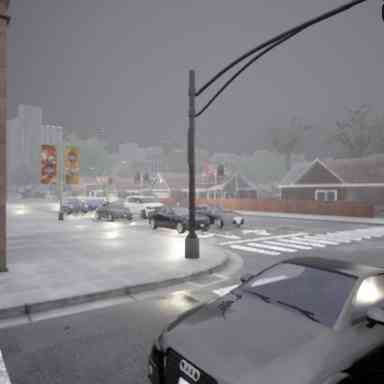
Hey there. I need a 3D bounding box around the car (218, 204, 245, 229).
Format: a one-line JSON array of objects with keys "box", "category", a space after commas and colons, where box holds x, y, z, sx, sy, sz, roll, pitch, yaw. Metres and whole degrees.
[{"box": [1.454, 1.594, 22.574, 2.128, 1.511, 4.902, 0, 0, -36], "category": "car"}]

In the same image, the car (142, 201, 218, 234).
[{"box": [-0.893, 1.578, 20.265, 1.882, 1.535, 5.008, 0, 0, -36], "category": "car"}]

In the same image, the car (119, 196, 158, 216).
[{"box": [-4.325, 1.382, 30.639, 2.150, 2.045, 5.566, 0, 0, -36], "category": "car"}]

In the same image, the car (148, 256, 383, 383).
[{"box": [1.581, 1.567, 4.084, 4.181, 1.385, 1.994, 0, 0, -36], "category": "car"}]

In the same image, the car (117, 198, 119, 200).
[{"box": [-10.498, 1.633, 50.594, 2.097, 1.767, 4.553, 0, 0, -36], "category": "car"}]

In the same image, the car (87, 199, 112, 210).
[{"box": [-13.964, 1.781, 49.920, 2.128, 1.511, 4.902, 0, 0, -35], "category": "car"}]

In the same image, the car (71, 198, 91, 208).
[{"box": [-19.002, 1.816, 56.886, 1.882, 1.535, 5.008, 0, 0, -36], "category": "car"}]

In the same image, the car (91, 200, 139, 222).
[{"box": [-6.703, 1.667, 28.384, 1.837, 1.490, 4.892, 0, 0, -36], "category": "car"}]

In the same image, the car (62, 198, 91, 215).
[{"box": [-13.353, 1.584, 37.688, 2.097, 1.767, 4.553, 0, 0, -35], "category": "car"}]

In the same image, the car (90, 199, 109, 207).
[{"box": [-16.359, 1.901, 58.778, 1.994, 1.385, 4.181, 0, 0, -36], "category": "car"}]
